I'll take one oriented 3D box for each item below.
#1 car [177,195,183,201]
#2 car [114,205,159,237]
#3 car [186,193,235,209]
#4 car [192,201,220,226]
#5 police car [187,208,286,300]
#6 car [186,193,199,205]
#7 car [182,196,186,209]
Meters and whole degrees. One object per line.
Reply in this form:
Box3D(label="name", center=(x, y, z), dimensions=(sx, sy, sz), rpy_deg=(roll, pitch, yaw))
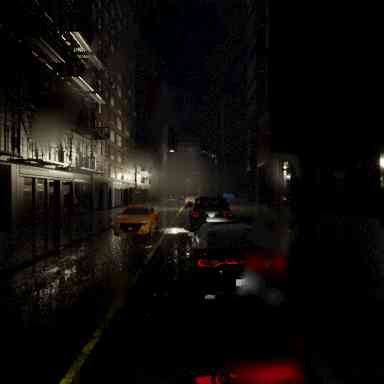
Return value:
Box3D(label="car", center=(-2.810, 1.572, 86.434), dimensions=(2.033, 1.411, 5.357), rpy_deg=(0, 0, 0))
Box3D(label="car", center=(-2.961, 1.478, 18.419), dimensions=(1.882, 1.535, 5.008), rpy_deg=(0, 0, 0))
Box3D(label="car", center=(0.941, 1.226, 18.475), dimensions=(2.150, 2.045, 5.566), rpy_deg=(0, 0, 0))
Box3D(label="car", center=(0.954, 1.508, 24.445), dimensions=(1.837, 1.490, 4.892), rpy_deg=(0, 0, 0))
Box3D(label="police car", center=(0.917, 1.425, 8.555), dimensions=(1.930, 1.638, 5.238), rpy_deg=(0, 0, 0))
Box3D(label="car", center=(0.131, 1.263, 59.559), dimensions=(2.150, 2.045, 5.566), rpy_deg=(0, 0, 0))
Box3D(label="car", center=(0.132, 1.375, 45.564), dimensions=(2.097, 1.767, 4.553), rpy_deg=(0, 0, 1))
